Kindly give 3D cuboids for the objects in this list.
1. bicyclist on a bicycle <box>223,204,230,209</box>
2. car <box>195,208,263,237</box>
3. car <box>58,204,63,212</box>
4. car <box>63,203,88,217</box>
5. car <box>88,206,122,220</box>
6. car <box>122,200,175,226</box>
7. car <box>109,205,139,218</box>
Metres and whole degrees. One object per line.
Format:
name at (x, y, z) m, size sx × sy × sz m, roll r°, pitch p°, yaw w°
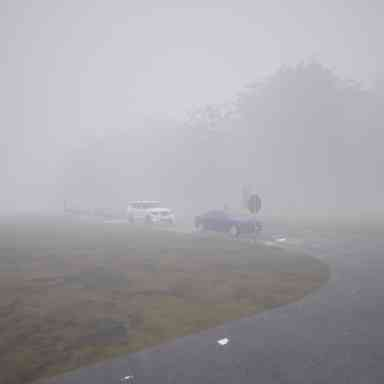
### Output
bicyclist on a bicycle at (3.019, 1.855, 29.562) m, size 1.656 × 1.620 × 0.582 m, roll 0°, pitch -1°, yaw -36°
car at (2.141, 1.784, 20.479) m, size 1.882 × 1.535 × 5.008 m, roll -1°, pitch -1°, yaw -35°
car at (-22.848, 2.790, 60.606) m, size 2.097 × 1.767 × 4.553 m, roll -1°, pitch -1°, yaw -37°
car at (-15.628, 2.520, 45.516) m, size 1.882 × 1.535 × 5.008 m, roll -1°, pitch -1°, yaw -36°
car at (-9.590, 2.288, 36.964) m, size 1.837 × 1.490 × 4.892 m, roll -1°, pitch -1°, yaw -36°
car at (-3.680, 1.759, 28.663) m, size 2.150 × 2.045 × 5.566 m, roll -1°, pitch -1°, yaw -35°
car at (-8.238, 2.351, 40.129) m, size 1.994 × 1.385 × 4.181 m, roll -1°, pitch -1°, yaw -36°
